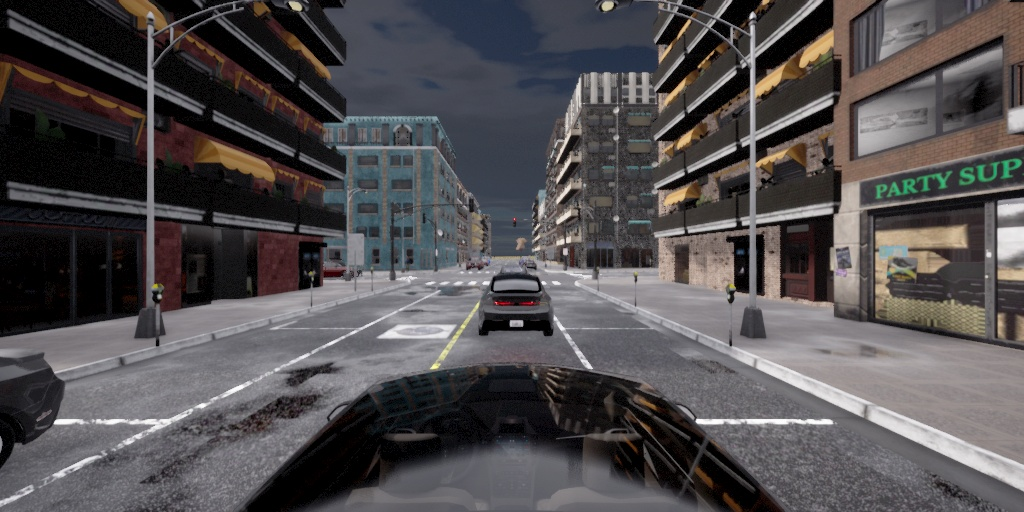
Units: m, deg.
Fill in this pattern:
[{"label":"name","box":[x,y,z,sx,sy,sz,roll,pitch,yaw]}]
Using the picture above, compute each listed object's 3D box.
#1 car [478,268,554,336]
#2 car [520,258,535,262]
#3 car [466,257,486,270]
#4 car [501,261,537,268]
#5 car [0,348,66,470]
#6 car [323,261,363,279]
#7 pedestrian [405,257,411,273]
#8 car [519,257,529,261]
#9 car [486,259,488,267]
[{"label":"car","box":[0.094,1.253,10.367,1.837,1.490,4.892,0,0,0]},{"label":"car","box":[2.551,1.297,50.943,1.948,1.339,4.313,0,0,0]},{"label":"car","box":[-5.329,1.046,50.941,2.192,1.841,5.009,0,0,0]},{"label":"car","box":[0.096,1.237,19.702,2.128,1.511,4.902,0,0,0]},{"label":"car","box":[-5.315,1.300,1.691,2.007,1.370,4.403,0,0,0]},{"label":"car","box":[-16.315,1.275,33.360,4.553,1.767,2.097,-1,0,0]},{"label":"pedestrian","box":[-12.162,1.025,41.689,0.375,1.860,0.375,0,1,0]},{"label":"car","box":[2.548,1.305,62.047,1.802,1.307,4.207,0,0,0]},{"label":"car","box":[-5.331,1.272,56.493,1.888,1.381,4.507,0,0,0]}]
